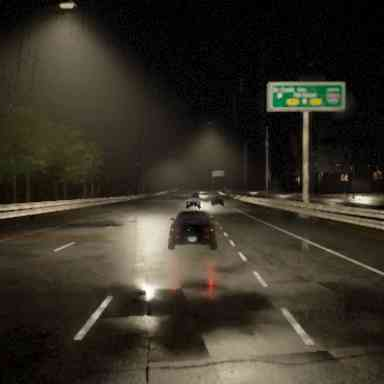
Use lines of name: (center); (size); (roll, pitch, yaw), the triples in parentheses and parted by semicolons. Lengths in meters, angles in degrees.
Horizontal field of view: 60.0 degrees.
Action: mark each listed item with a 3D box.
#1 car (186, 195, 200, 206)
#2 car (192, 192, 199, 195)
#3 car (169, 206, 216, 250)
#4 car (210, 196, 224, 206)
car: (0.211, 1.514, 46.308); (1.895, 1.301, 4.718); (0, 0, 1)
car: (0.532, 1.222, 72.271); (1.837, 1.490, 4.892); (0, 0, 1)
car: (0.019, 1.524, 14.298); (1.812, 1.442, 4.674); (0, 0, 0)
car: (3.870, 1.389, 51.760); (1.837, 1.490, 4.892); (0, 1, 1)
